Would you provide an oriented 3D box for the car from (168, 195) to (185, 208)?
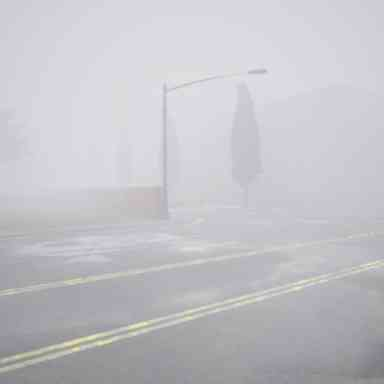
[{"bbox_3d":[-2.837,1.174,45.185,2.097,1.767,4.553,-1,0,-36],"label":"car"}]
